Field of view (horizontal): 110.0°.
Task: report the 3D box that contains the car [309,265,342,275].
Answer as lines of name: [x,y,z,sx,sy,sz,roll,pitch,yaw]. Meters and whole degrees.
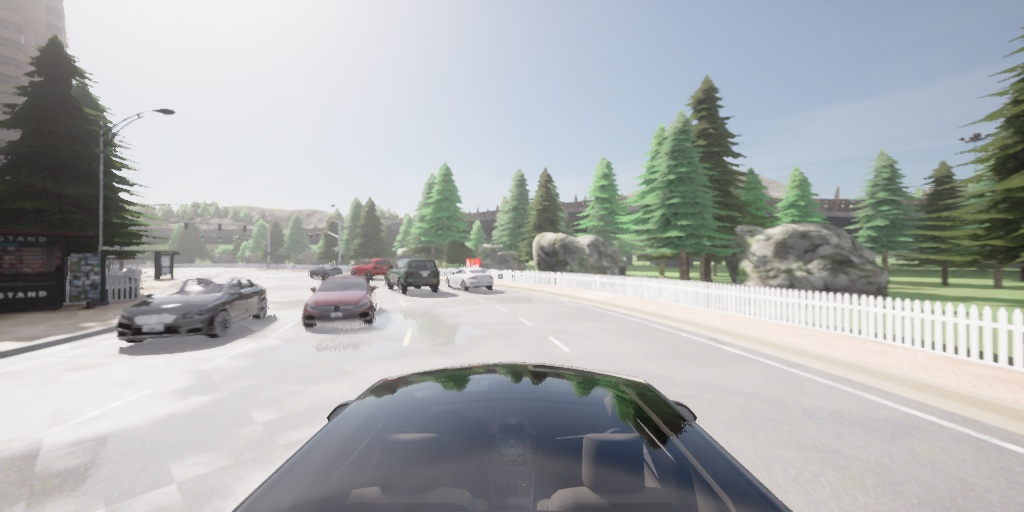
car: [-18.662,1.599,35.895,4.902,1.511,2.128,0,-1,42]

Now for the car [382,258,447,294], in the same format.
car: [-6.226,1.167,22.256,2.150,2.045,5.566,0,0,-31]

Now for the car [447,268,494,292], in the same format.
car: [-2.748,1.461,23.118,1.812,1.442,4.674,0,-1,-29]

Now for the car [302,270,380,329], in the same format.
car: [-5.566,1.383,12.071,1.812,1.442,4.674,0,-1,-19]

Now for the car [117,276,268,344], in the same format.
car: [-8.634,1.347,10.223,2.128,1.511,4.902,0,-1,-18]

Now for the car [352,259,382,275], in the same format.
car: [-14.383,1.318,36.770,5.566,2.045,2.150,0,0,43]

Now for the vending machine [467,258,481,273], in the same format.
vending machine: [-3.323,1.199,31.219,1.100,2.100,0.880,0,0,-38]
